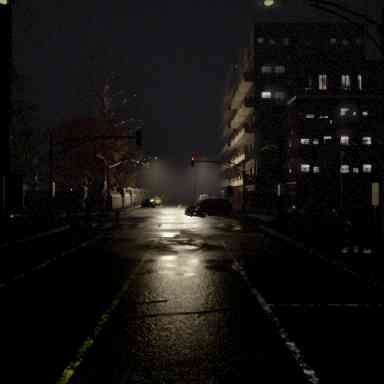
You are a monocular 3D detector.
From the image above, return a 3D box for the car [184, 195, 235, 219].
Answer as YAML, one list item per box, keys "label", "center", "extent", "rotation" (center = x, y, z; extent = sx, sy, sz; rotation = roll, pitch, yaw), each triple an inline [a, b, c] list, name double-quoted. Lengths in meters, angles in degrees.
- label: "car"
  center: [1.566, 1.369, 29.707]
  extent: [4.553, 1.767, 2.097]
  rotation: [0, 0, -32]

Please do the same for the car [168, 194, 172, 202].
- label: "car"
  center: [-6.473, 1.537, 81.294]
  extent: [1.967, 1.590, 4.097]
  rotation: [0, 0, -1]

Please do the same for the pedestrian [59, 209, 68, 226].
- label: "pedestrian"
  center: [-7.970, 1.531, 20.647]
  extent: [0.500, 1.100, 0.500]
  rotation: [0, 0, -1]

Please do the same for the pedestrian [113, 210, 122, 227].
- label: "pedestrian"
  center: [-4.741, 1.661, 21.194]
  extent: [0.500, 1.100, 0.500]
  rotation: [0, 0, -1]

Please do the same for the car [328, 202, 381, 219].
- label: "car"
  center: [16.433, 1.953, 32.831]
  extent: [4.718, 1.301, 1.895]
  rotation: [1, 0, -1]

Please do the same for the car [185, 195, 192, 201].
- label: "car"
  center: [-0.837, 1.487, 86.701]
  extent: [1.837, 1.490, 4.892]
  rotation: [0, 0, -1]

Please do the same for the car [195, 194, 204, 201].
- label: "car"
  center: [1.853, 1.425, 87.004]
  extent: [2.192, 1.841, 5.009]
  rotation: [0, 0, -1]

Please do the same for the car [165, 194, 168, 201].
- label: "car"
  center: [-6.309, 1.377, 64.404]
  extent: [2.192, 1.841, 5.009]
  rotation: [0, 0, -1]

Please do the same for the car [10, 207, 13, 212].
- label: "car"
  center: [-18.579, 1.256, 28.958]
  extent: [5.357, 1.411, 2.033]
  rotation: [1, 0, -1]

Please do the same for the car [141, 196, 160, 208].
- label: "car"
  center: [-6.146, 1.602, 47.513]
  extent: [1.947, 1.339, 4.313]
  rotation: [0, 0, -1]

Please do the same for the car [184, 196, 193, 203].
- label: "car"
  center: [-0.737, 1.624, 76.283]
  extent: [2.033, 1.411, 5.357]
  rotation: [0, 0, -1]

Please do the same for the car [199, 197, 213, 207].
- label: "car"
  center: [2.179, 1.588, 53.224]
  extent: [1.887, 1.381, 4.507]
  rotation: [0, 0, -1]

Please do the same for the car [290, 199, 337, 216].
- label: "car"
  center: [13.126, 1.619, 35.377]
  extent: [5.009, 1.841, 2.192]
  rotation: [1, -1, -1]

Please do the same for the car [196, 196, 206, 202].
- label: "car"
  center: [1.960, 1.636, 75.744]
  extent: [2.008, 1.369, 4.403]
  rotation: [0, 0, -1]

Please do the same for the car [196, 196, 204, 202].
- label: "car"
  center: [1.906, 1.642, 81.374]
  extent: [1.887, 1.381, 4.507]
  rotation: [0, 0, -1]

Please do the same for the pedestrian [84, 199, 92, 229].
- label: "pedestrian"
  center: [-6.240, 1.301, 19.982]
  extent: [0.375, 1.860, 0.375]
  rotation: [0, 0, -1]

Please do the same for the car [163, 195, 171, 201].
- label: "car"
  center: [-6.528, 1.550, 86.923]
  extent: [1.967, 1.590, 4.097]
  rotation: [0, 0, -1]

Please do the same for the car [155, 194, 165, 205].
- label: "car"
  center: [-6.253, 1.577, 58.604]
  extent: [1.752, 1.417, 4.829]
  rotation: [0, 0, -1]
